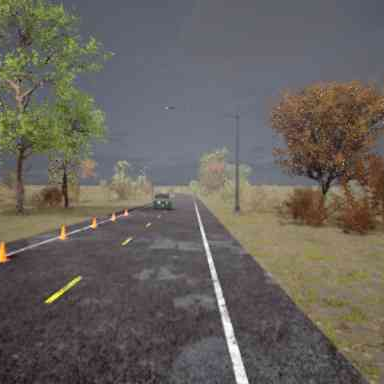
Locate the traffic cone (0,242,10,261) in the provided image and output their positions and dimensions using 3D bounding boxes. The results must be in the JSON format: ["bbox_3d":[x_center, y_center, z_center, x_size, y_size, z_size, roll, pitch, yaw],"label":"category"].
[{"bbox_3d":[-6.047,1.894,10.634,0.340,0.580,0.340,0,0,0],"label":"traffic cone"}]

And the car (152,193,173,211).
[{"bbox_3d":[-3.497,1.138,39.479,2.150,2.045,5.566,1,0,-6],"label":"car"}]

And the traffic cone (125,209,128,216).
[{"bbox_3d":[-6.040,1.863,30.635,0.340,0.580,0.340,0,0,0],"label":"traffic cone"}]

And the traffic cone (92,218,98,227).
[{"bbox_3d":[-6.044,1.879,20.635,0.340,0.580,0.340,0,0,0],"label":"traffic cone"}]

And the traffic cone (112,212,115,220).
[{"bbox_3d":[-6.043,1.871,25.635,0.340,0.580,0.340,0,0,0],"label":"traffic cone"}]

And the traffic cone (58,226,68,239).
[{"bbox_3d":[-6.046,1.886,15.635,0.340,0.580,0.340,0,0,0],"label":"traffic cone"}]
